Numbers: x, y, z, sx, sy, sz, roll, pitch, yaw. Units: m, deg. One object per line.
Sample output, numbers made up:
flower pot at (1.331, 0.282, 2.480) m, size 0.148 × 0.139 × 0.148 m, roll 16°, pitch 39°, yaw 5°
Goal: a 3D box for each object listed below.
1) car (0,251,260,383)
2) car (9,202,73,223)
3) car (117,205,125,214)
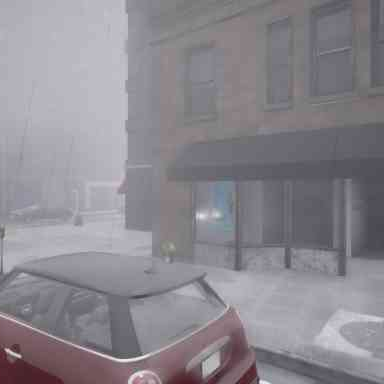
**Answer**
car at (-1.418, 1.440, 3.864) m, size 4.097 × 1.590 × 1.967 m, roll 0°, pitch 0°, yaw 36°
car at (-11.376, 1.516, 25.386) m, size 1.812 × 1.442 × 4.674 m, roll 0°, pitch 0°, yaw 37°
car at (-5.512, 1.556, 33.690) m, size 1.994 × 1.385 × 4.181 m, roll 0°, pitch 0°, yaw 36°
